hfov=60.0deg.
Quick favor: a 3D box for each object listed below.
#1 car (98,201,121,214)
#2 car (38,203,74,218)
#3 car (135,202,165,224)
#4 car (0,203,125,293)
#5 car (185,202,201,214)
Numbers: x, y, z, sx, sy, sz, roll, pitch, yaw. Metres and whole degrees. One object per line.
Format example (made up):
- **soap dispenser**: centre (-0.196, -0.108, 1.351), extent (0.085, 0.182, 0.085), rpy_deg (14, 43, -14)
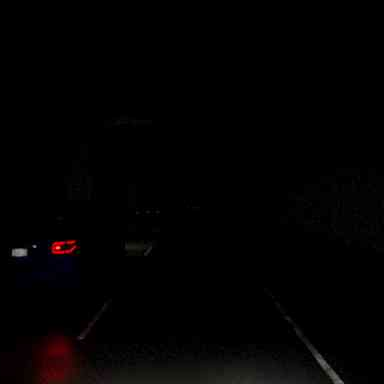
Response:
- **car**: centre (-10.577, 1.933, 43.013), extent (1.837, 1.490, 4.892), rpy_deg (0, -1, 0)
- **car**: centre (-14.085, 1.910, 34.772), extent (1.994, 1.385, 4.181), rpy_deg (0, -1, 0)
- **car**: centre (-3.394, 1.628, 27.633), extent (2.097, 1.767, 4.553), rpy_deg (0, -1, 0)
- **car**: centre (-3.398, 1.315, 9.247), extent (2.150, 2.045, 5.566), rpy_deg (0, -1, 0)
- **car**: centre (0.110, 1.967, 41.990), extent (2.033, 1.411, 5.357), rpy_deg (0, -1, 0)
